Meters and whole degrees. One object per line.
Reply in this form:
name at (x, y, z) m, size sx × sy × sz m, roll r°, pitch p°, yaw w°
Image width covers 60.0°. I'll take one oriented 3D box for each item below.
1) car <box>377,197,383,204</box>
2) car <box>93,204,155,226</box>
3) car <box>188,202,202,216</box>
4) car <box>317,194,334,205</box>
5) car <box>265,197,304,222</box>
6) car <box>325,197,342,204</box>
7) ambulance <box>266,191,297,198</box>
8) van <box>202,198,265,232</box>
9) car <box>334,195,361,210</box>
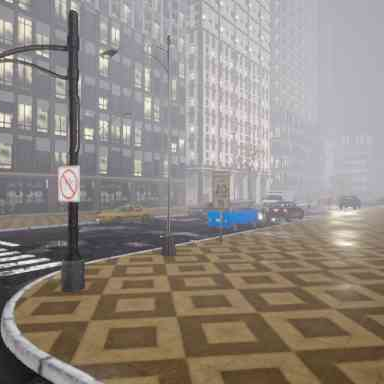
car at (38.183, 1.658, 66.537) m, size 1.947 × 1.339 × 4.313 m, roll 0°, pitch 0°, yaw 38°
car at (-4.777, 1.540, 24.009) m, size 1.752 × 1.417 × 4.829 m, roll 0°, pitch 0°, yaw 38°
car at (1.343, 1.604, 31.722) m, size 1.802 × 1.307 × 4.206 m, roll 0°, pitch 0°, yaw 38°
car at (25.147, 1.381, 62.548) m, size 2.192 × 1.841 × 5.009 m, roll 0°, pitch 0°, yaw 38°
car at (7.580, 1.472, 26.905) m, size 1.967 × 1.590 × 4.097 m, roll 0°, pitch 0°, yaw 38°
car at (28.547, 1.625, 66.951) m, size 2.008 × 1.369 × 4.403 m, roll 0°, pitch 0°, yaw 38°
ambulance at (10.215, 1.063, 39.013) m, size 2.351 × 2.431 × 6.366 m, roll 0°, pitch 0°, yaw 38°
van at (2.607, 1.368, 20.284) m, size 1.690 × 1.788 × 3.998 m, roll 0°, pitch 0°, yaw 38°
car at (21.181, 1.368, 44.520) m, size 2.192 × 1.841 × 5.009 m, roll 0°, pitch 0°, yaw 38°
